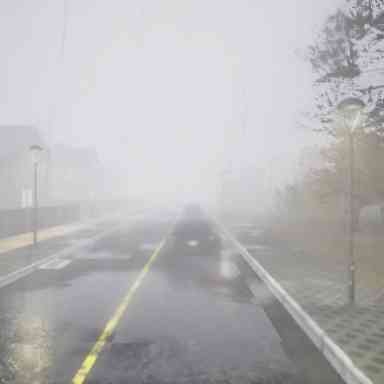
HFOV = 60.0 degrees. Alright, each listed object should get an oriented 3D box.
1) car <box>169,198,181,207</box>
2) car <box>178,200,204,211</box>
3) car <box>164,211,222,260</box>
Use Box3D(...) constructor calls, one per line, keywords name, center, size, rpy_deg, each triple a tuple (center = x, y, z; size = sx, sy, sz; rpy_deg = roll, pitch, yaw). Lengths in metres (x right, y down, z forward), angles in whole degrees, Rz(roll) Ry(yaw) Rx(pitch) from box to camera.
Box3D(name="car", center=(-2.800, 1.787, 56.891), size=(1.837, 1.490, 4.892), rpy_deg=(0, 0, 0))
Box3D(name="car", center=(0.056, 1.673, 28.195), size=(1.812, 1.442, 4.674), rpy_deg=(0, 0, 1))
Box3D(name="car", center=(0.050, 1.636, 12.769), size=(1.994, 1.385, 4.181), rpy_deg=(0, 0, 1))
